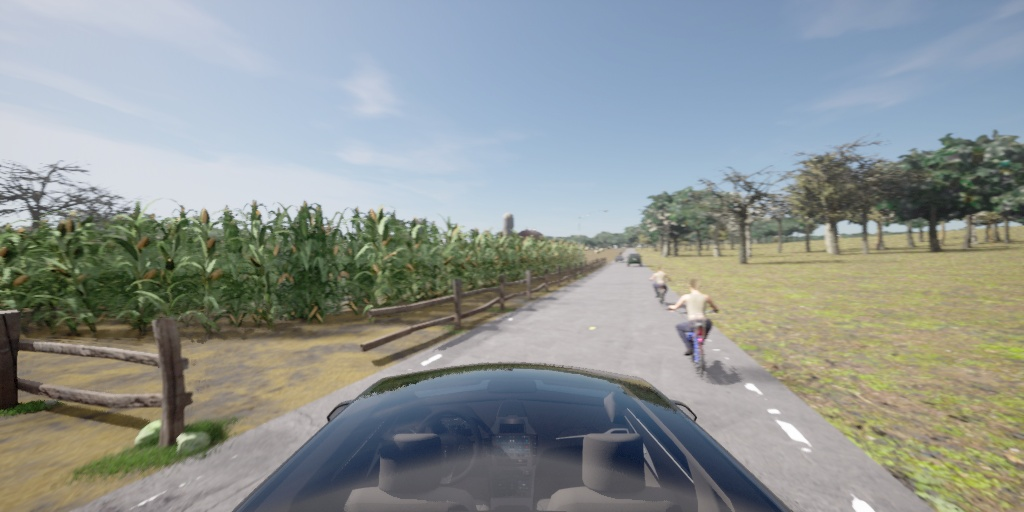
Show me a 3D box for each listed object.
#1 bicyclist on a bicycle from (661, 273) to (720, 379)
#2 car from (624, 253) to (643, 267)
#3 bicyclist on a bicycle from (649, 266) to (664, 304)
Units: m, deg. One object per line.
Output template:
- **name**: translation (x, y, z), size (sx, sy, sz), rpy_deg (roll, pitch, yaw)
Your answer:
- **bicyclist on a bicycle**: translation (3.203, 1.189, 6.285), size (0.866, 1.612, 1.509), rpy_deg (-1, -1, 19)
- **car**: translation (19.174, 0.610, 56.094), size (2.150, 2.045, 5.566), rpy_deg (-1, 0, 19)
- **bicyclist on a bicycle**: translation (6.030, 1.215, 14.546), size (0.866, 1.612, 1.509), rpy_deg (-1, 0, 18)
